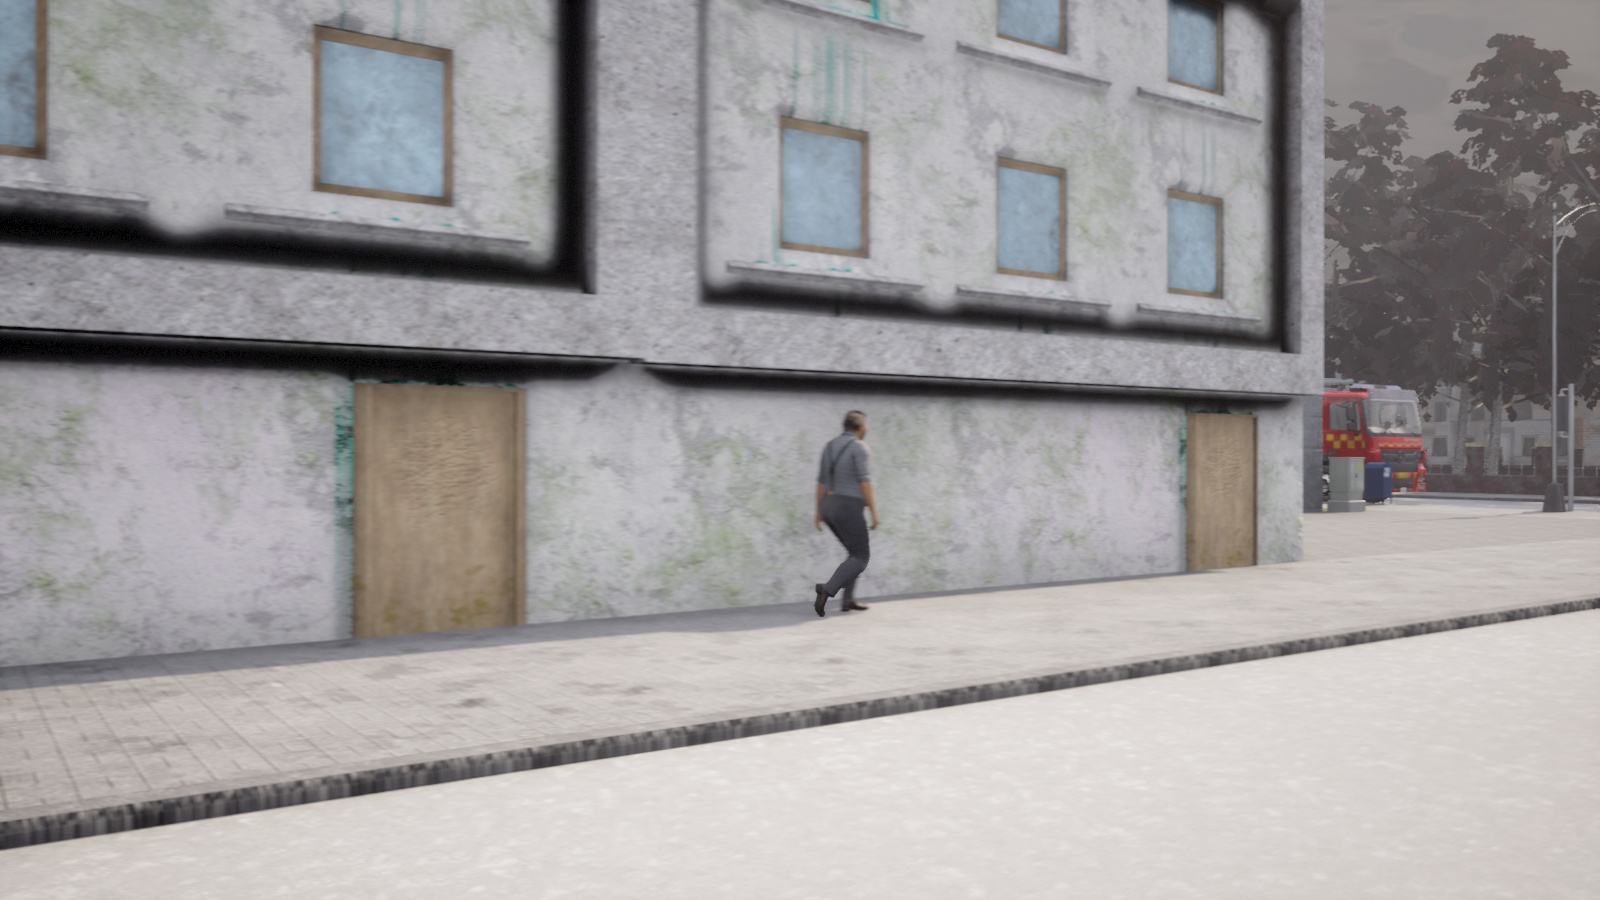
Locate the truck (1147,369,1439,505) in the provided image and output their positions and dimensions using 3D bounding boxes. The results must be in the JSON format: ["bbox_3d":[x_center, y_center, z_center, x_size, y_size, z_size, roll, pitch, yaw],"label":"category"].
[{"bbox_3d":[15.330,-0.354,39.879,2.891,3.827,8.468,0,0,-34],"label":"truck"}]

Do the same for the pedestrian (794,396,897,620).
[{"bbox_3d":[0.386,0.480,10.790,0.694,1.848,0.540,0,0,-35],"label":"pedestrian"}]
